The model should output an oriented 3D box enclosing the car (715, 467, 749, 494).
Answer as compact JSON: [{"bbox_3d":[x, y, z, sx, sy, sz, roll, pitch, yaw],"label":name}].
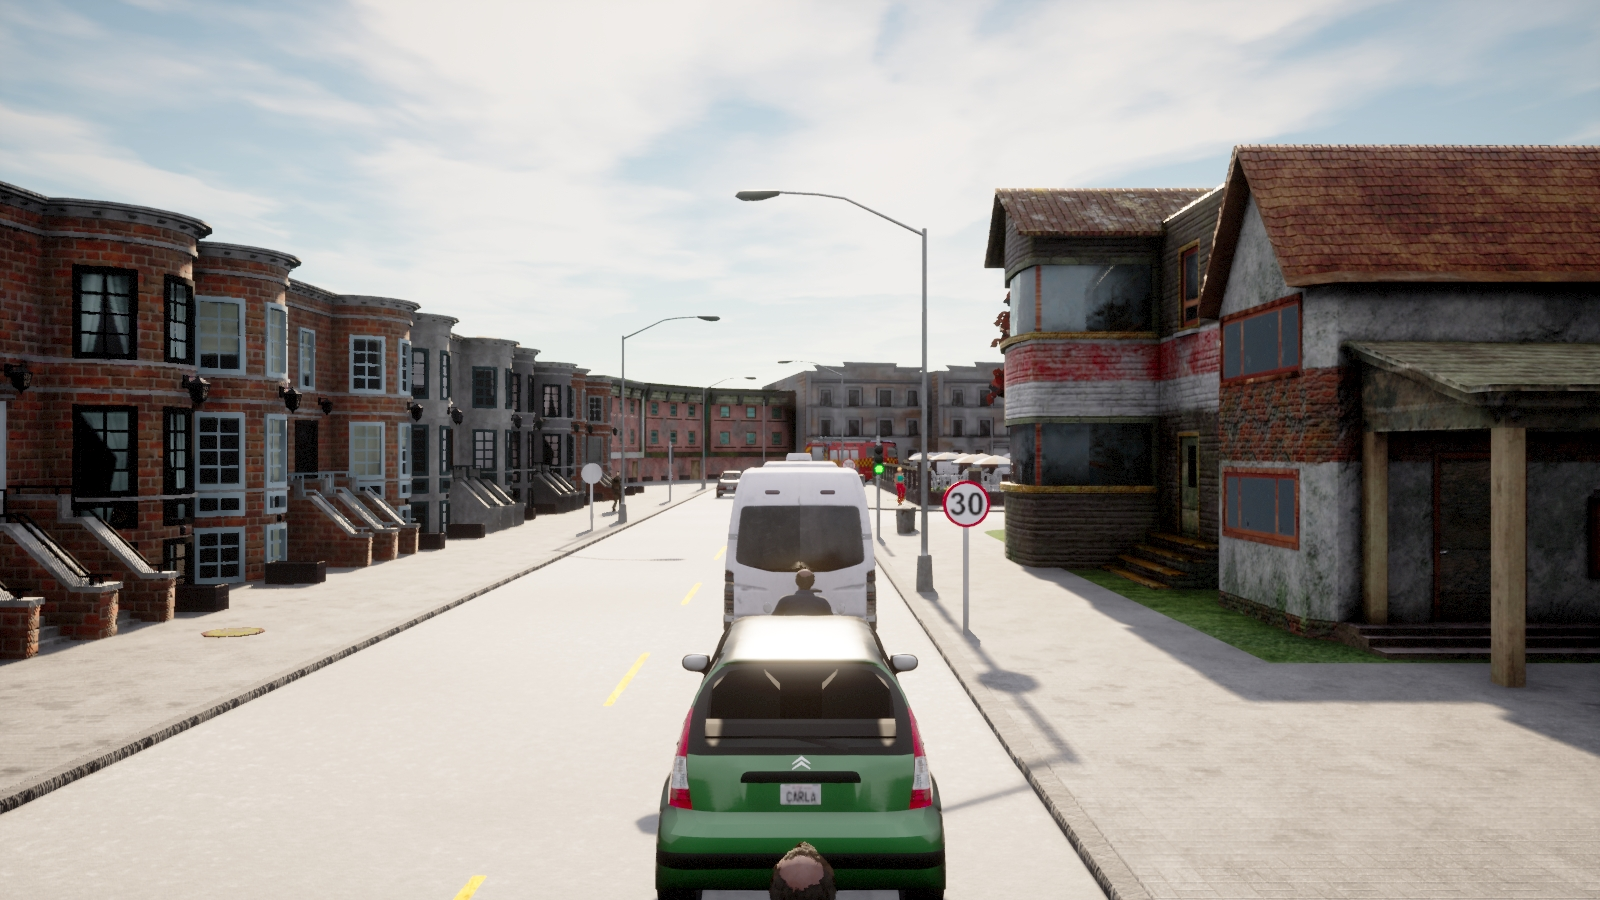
[{"bbox_3d":[-4.014,1.781,67.520,1.789,1.549,3.705,0,0,0],"label":"car"}]

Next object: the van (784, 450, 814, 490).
[{"bbox_3d":[-0.059,1.286,76.777,1.988,2.561,5.915,0,0,0],"label":"van"}]

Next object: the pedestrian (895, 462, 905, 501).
[{"bbox_3d":[4.798,1.495,54.866,0.375,1.860,0.375,0,0,-19],"label":"pedestrian"}]

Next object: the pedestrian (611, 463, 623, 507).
[{"bbox_3d":[-7.816,1.508,48.818,0.375,1.860,0.375,0,0,19],"label":"pedestrian"}]

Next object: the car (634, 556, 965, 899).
[{"bbox_3d":[-0.003,1.776,8.384,1.851,1.617,3.988,0,0,0],"label":"car"}]

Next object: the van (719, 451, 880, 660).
[{"bbox_3d":[-0.006,1.308,17.051,1.988,2.561,5.915,0,0,0],"label":"van"}]
